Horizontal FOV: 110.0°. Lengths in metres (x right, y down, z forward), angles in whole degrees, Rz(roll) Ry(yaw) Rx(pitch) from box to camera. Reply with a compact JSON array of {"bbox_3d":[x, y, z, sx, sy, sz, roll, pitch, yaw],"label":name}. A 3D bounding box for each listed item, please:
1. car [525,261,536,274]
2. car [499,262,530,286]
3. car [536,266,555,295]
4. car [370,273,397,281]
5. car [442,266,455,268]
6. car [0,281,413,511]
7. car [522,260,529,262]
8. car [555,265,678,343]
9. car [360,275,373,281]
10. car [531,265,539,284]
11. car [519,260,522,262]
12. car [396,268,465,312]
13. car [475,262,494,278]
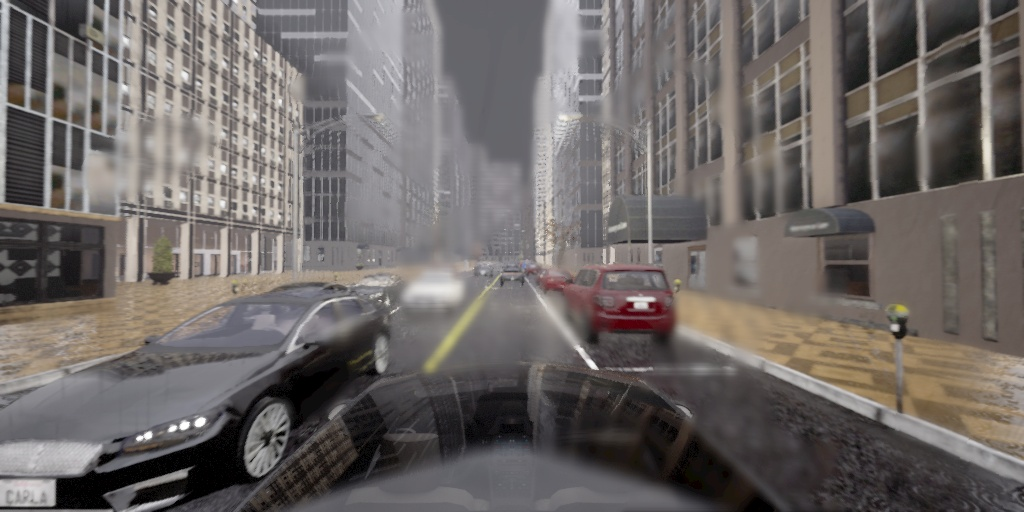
[{"bbox_3d":[2.642,1.696,43.716,1.888,1.381,4.507,0,0,0],"label":"car"},{"bbox_3d":[0.036,1.501,28.402,2.128,1.511,4.902,0,0,0],"label":"car"},{"bbox_3d":[2.671,1.481,21.151,1.888,1.381,4.507,0,0,0],"label":"car"},{"bbox_3d":[-5.703,1.443,15.458,2.007,1.370,4.403,0,0,0],"label":"car"},{"bbox_3d":[-5.717,1.583,26.743,1.802,1.307,4.207,0,0,0],"label":"car"},{"bbox_3d":[-3.100,1.276,4.745,2.128,1.511,4.902,0,-1,0],"label":"car"},{"bbox_3d":[2.635,1.644,49.357,1.967,1.591,4.097,0,0,0],"label":"car"},{"bbox_3d":[2.685,1.141,9.869,2.192,1.841,5.009,0,0,0],"label":"car"},{"bbox_3d":[-5.695,1.403,9.816,1.948,1.339,4.313,0,0,0],"label":"car"},{"bbox_3d":[2.663,1.572,26.792,1.802,1.307,4.207,0,0,0],"label":"car"},{"bbox_3d":[0.037,1.681,48.871,1.882,1.535,5.008,0,0,0],"label":"car"},{"bbox_3d":[-3.102,1.411,15.050,1.812,1.442,4.674,0,-1,0],"label":"car"},{"bbox_3d":[-3.056,1.619,40.291,2.128,1.511,4.902,0,-1,0],"label":"car"}]
